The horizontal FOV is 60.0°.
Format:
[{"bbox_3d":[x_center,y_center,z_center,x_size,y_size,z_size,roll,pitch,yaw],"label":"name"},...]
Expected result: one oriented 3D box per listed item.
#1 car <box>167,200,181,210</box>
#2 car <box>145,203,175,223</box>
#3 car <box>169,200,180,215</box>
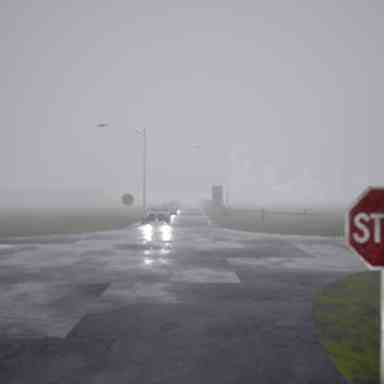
[{"bbox_3d":[-2.776,2.002,51.651,1.837,1.490,4.892,0,-1,0],"label":"car"},{"bbox_3d":[-2.750,1.874,27.967,1.895,1.301,4.718,0,-1,0],"label":"car"},{"bbox_3d":[-2.802,1.937,38.980,1.994,1.385,4.181,0,-1,0],"label":"car"}]
